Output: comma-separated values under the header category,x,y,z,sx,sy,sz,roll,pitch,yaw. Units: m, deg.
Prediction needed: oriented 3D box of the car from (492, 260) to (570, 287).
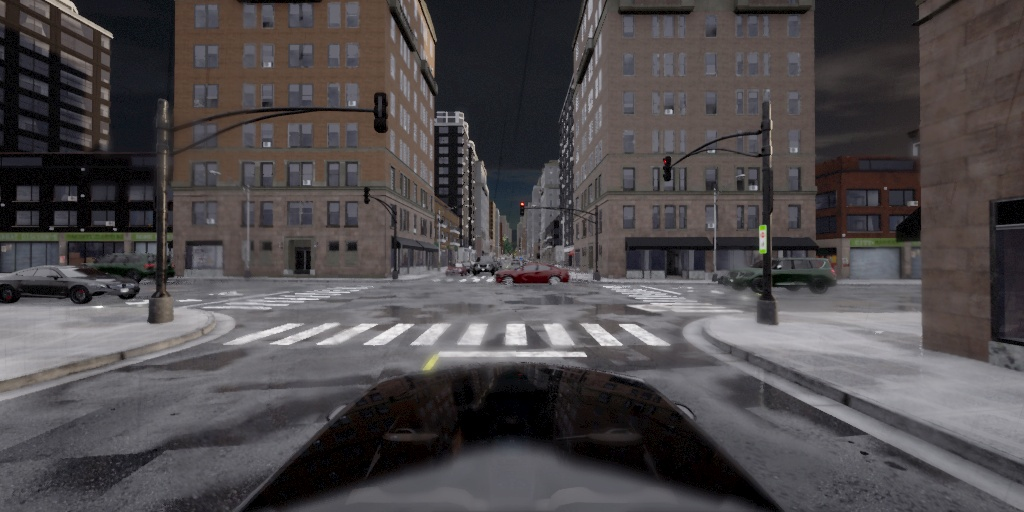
category,x,y,z,sx,sy,sz,roll,pitch,yaw
car,1.385,1.229,24.304,5.008,1.535,1.882,0,0,0

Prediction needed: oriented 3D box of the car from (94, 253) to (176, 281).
category,x,y,z,sx,sy,sz,roll,pitch,yaw
car,-26.362,0.840,24.486,5.566,2.045,2.150,1,-1,0

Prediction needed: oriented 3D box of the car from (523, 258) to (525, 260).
category,x,y,z,sx,sy,sz,roll,pitch,yaw
car,3.298,1.315,63.849,1.948,1.339,4.313,0,0,1

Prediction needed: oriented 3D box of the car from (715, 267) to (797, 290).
category,x,y,z,sx,sy,sz,roll,pitch,yaw
car,16.343,1.484,24.219,4.181,1.385,1.994,0,-1,0

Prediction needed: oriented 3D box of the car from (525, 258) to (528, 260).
category,x,y,z,sx,sy,sz,roll,pitch,yaw
car,3.096,1.302,47.258,2.007,1.370,4.403,0,0,1

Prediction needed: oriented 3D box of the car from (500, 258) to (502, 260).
category,x,y,z,sx,sy,sz,roll,pitch,yaw
car,-2.665,1.258,47.892,1.837,1.490,4.892,0,0,1

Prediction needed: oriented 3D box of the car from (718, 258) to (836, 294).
category,x,y,z,sx,sy,sz,roll,pitch,yaw
car,15.618,1.104,20.978,5.566,2.045,2.150,0,-1,0

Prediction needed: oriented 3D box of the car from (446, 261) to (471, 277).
category,x,y,z,sx,sy,sz,roll,pitch,yaw
car,-5.563,1.336,36.297,1.802,1.307,4.207,0,0,1

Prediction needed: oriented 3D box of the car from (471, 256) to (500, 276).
category,x,y,z,sx,sy,sz,roll,pitch,yaw
car,-2.787,0.976,37.804,2.150,2.045,5.566,0,0,1

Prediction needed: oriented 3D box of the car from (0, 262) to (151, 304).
category,x,y,z,sx,sy,sz,roll,pitch,yaw
car,-17.929,1.106,14.483,4.674,1.442,1.812,0,-1,1

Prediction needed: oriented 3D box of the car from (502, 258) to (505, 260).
category,x,y,z,sx,sy,sz,roll,pitch,yaw
car,-2.529,1.352,58.148,1.895,1.301,4.718,0,0,1
